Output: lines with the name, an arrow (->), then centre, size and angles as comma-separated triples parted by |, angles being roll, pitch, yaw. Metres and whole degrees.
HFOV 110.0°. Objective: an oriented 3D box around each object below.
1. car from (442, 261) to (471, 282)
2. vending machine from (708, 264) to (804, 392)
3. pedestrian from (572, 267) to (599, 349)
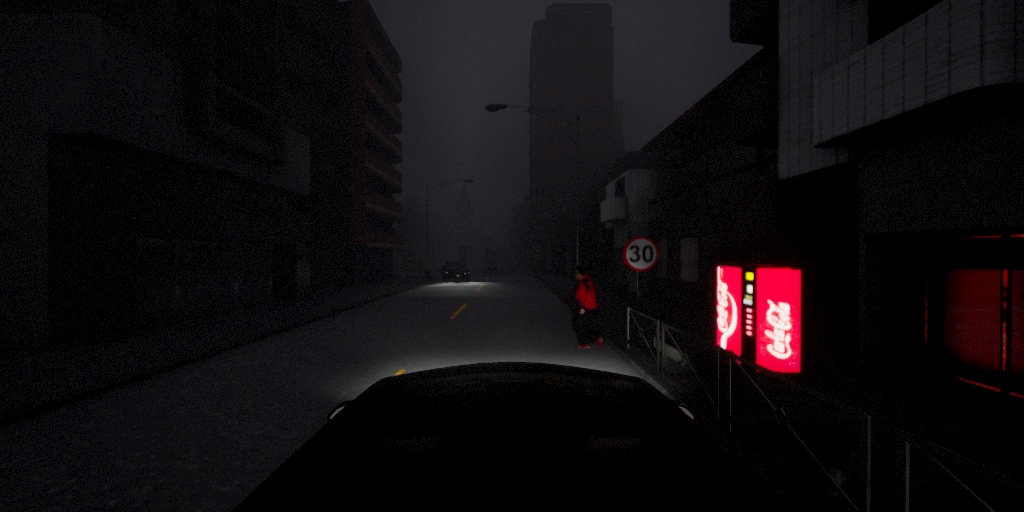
car -> -4.353, 1.139, 27.636 | 1.837, 1.490, 4.892 | 2, -1, -13
vending machine -> 4.300, 1.144, 6.324 | 1.100, 2.100, 0.880 | 0, 0, 0
pedestrian -> 1.520, 1.017, 7.468 | 0.375, 1.860, 0.375 | 0, 0, 0
